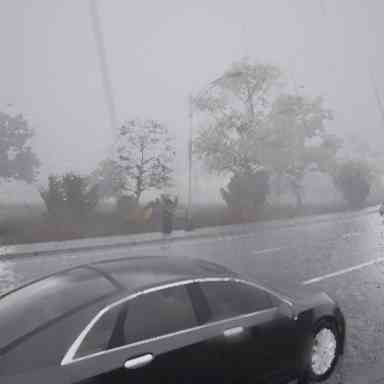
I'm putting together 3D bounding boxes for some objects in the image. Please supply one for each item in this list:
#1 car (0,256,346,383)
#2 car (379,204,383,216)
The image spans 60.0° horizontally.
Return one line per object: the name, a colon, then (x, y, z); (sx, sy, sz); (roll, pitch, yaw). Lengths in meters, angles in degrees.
car: (-0.167, 1.514, 3.781); (4.892, 1.490, 1.837); (0, 0, -36)
car: (19.396, 1.588, 31.894); (1.994, 1.385, 4.181); (0, 0, 41)
